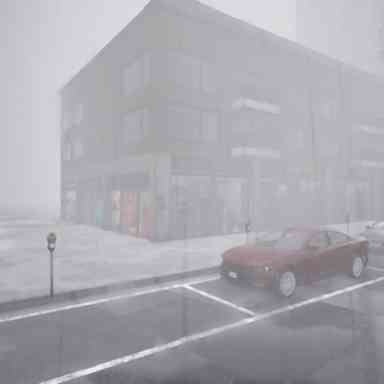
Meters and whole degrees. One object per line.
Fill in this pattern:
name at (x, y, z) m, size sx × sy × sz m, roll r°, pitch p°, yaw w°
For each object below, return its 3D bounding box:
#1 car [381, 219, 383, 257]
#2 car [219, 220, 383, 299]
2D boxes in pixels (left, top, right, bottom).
car at (7.212, 1.574, 11.667) m, size 4.206 × 1.307 × 1.802 m, roll 0°, pitch 0°, yaw -35°
car at (2.712, 1.540, 8.462) m, size 4.507 × 1.381 × 1.887 m, roll 0°, pitch 0°, yaw -35°
